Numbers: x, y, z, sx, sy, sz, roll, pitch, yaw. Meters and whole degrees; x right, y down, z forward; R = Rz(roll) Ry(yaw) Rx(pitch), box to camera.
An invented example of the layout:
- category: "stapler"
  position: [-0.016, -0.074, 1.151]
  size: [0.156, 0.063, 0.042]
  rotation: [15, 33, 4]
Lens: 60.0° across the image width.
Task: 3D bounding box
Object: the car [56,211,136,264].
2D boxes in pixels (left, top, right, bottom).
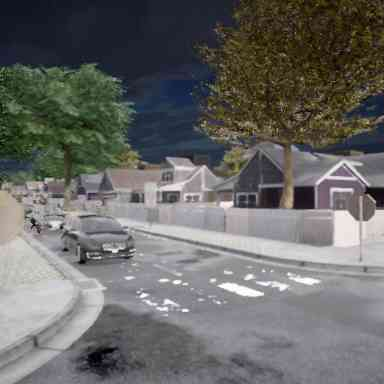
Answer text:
- category: "car"
  position: [-3.690, 1.661, 12.710]
  size: [1.837, 1.490, 4.892]
  rotation: [1, -1, -31]

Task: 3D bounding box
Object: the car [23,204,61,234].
- category: "car"
  position: [-9.256, 1.741, 21.399]
  size: [2.128, 1.511, 4.902]
  rotation: [1, -1, -33]
